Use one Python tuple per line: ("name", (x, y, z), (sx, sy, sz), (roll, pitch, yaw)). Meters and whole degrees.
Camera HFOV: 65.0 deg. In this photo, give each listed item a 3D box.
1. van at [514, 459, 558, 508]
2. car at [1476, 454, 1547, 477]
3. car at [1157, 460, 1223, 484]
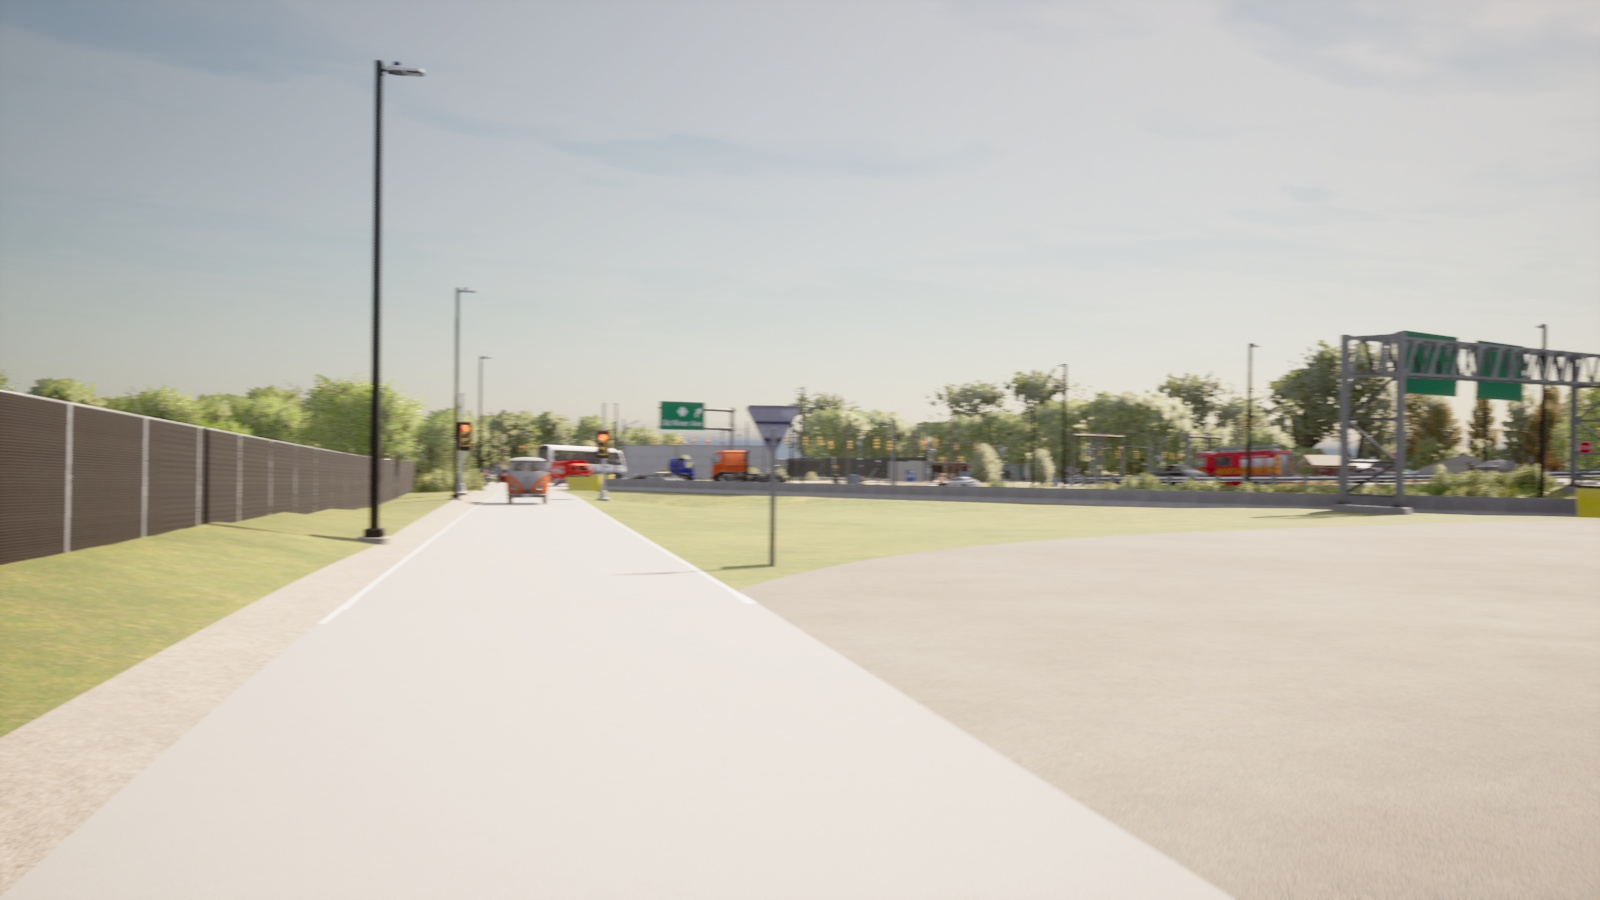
("van", (-11.276, 1.400, 53.758), (1.775, 1.987, 4.442), (0, -1, -12))
("car", (46.909, 0.993, 82.756), (5.357, 1.411, 2.033), (0, -3, -37))
("car", (26.178, 1.490, 84.475), (1.816, 1.474, 4.193), (0, -2, -26))
